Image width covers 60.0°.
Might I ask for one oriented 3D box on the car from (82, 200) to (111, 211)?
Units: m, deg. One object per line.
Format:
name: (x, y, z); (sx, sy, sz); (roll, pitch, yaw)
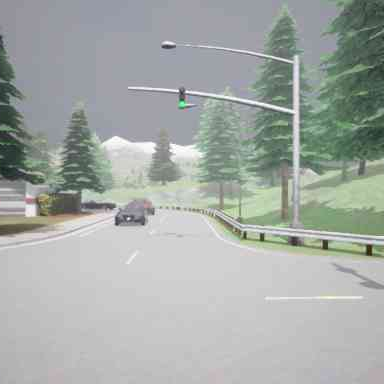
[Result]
car: (-11.796, 1.603, 41.147); (4.718, 1.301, 1.895); (0, 0, 14)

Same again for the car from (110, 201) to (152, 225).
car: (-4.225, 1.562, 23.688); (1.994, 1.385, 4.181); (0, 0, -3)

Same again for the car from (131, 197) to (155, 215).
car: (-5.150, 1.349, 33.471); (2.097, 1.767, 4.553); (0, 0, -20)
